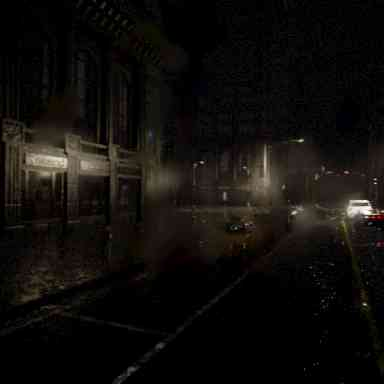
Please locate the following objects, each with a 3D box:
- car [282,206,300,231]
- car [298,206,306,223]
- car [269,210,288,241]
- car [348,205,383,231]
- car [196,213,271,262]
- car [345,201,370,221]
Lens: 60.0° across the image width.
[{"bbox_3d":[6.203,1.947,23.557,1.947,1.339,4.313,0,-1,23],"label":"car"},{"bbox_3d":[8.445,2.045,28.728,1.947,1.339,4.313,0,-1,23],"label":"car"},{"bbox_3d":[3.962,1.866,18.386,1.802,1.307,4.206,0,-1,23],"label":"car"},{"bbox_3d":[13.102,1.990,24.823,2.128,1.511,4.902,1,-1,24],"label":"car"},{"bbox_3d":[1.653,1.710,13.060,1.752,1.417,4.829,0,-1,23],"label":"car"},{"bbox_3d":[17.038,1.895,34.046,2.150,2.045,5.566,1,-1,23],"label":"car"}]
